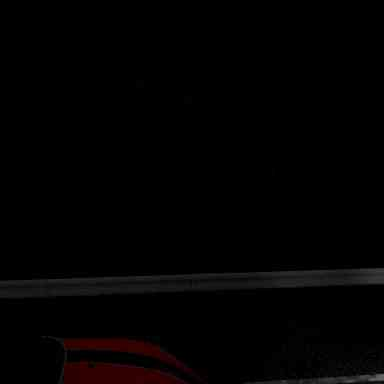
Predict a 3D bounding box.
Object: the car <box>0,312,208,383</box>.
[{"bbox_3d":[-1.885,1.352,1.629,4.553,1.767,2.097,0,0,-6],"label":"car"}]
